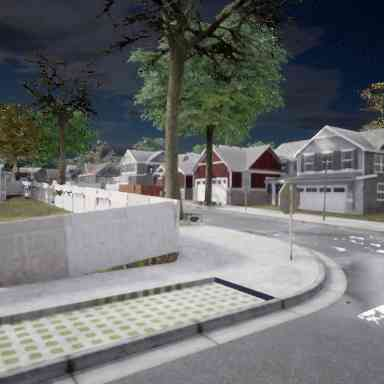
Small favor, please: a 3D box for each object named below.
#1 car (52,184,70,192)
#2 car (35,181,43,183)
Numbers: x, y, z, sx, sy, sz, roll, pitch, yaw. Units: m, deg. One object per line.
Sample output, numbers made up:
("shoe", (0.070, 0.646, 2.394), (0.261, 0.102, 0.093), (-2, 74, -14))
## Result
("car", (-18.266, -0.449, 46.904), (2.033, 1.411, 5.357), (1, 2, -35))
("car", (-35.677, -1.866, 77.099), (1.837, 1.490, 4.892), (1, 1, -35))
